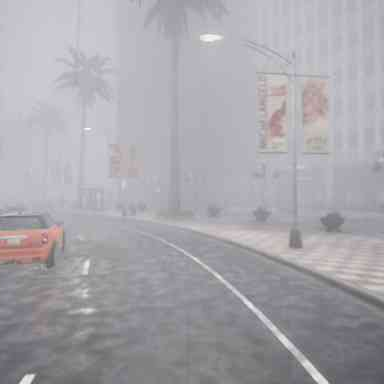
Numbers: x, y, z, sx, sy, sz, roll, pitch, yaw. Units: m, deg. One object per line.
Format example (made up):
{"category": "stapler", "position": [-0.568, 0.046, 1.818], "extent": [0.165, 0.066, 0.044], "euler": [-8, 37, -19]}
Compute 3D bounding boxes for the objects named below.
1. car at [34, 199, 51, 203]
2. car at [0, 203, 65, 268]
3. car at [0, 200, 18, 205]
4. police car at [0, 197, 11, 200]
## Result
{"category": "car", "position": [-21.255, 1.791, 47.412], "extent": [2.231, 1.521, 4.892], "euler": [0, 0, -37]}
{"category": "car", "position": [-5.624, 1.431, 11.420], "extent": [2.097, 1.767, 4.553], "euler": [-1, 0, -17]}
{"category": "car", "position": [-15.084, 1.711, 28.137], "extent": [1.837, 1.490, 4.892], "euler": [0, 0, -36]}
{"category": "police car", "position": [-39.421, 1.849, 68.461], "extent": [1.930, 1.638, 5.238], "euler": [-11, 8, -36]}
